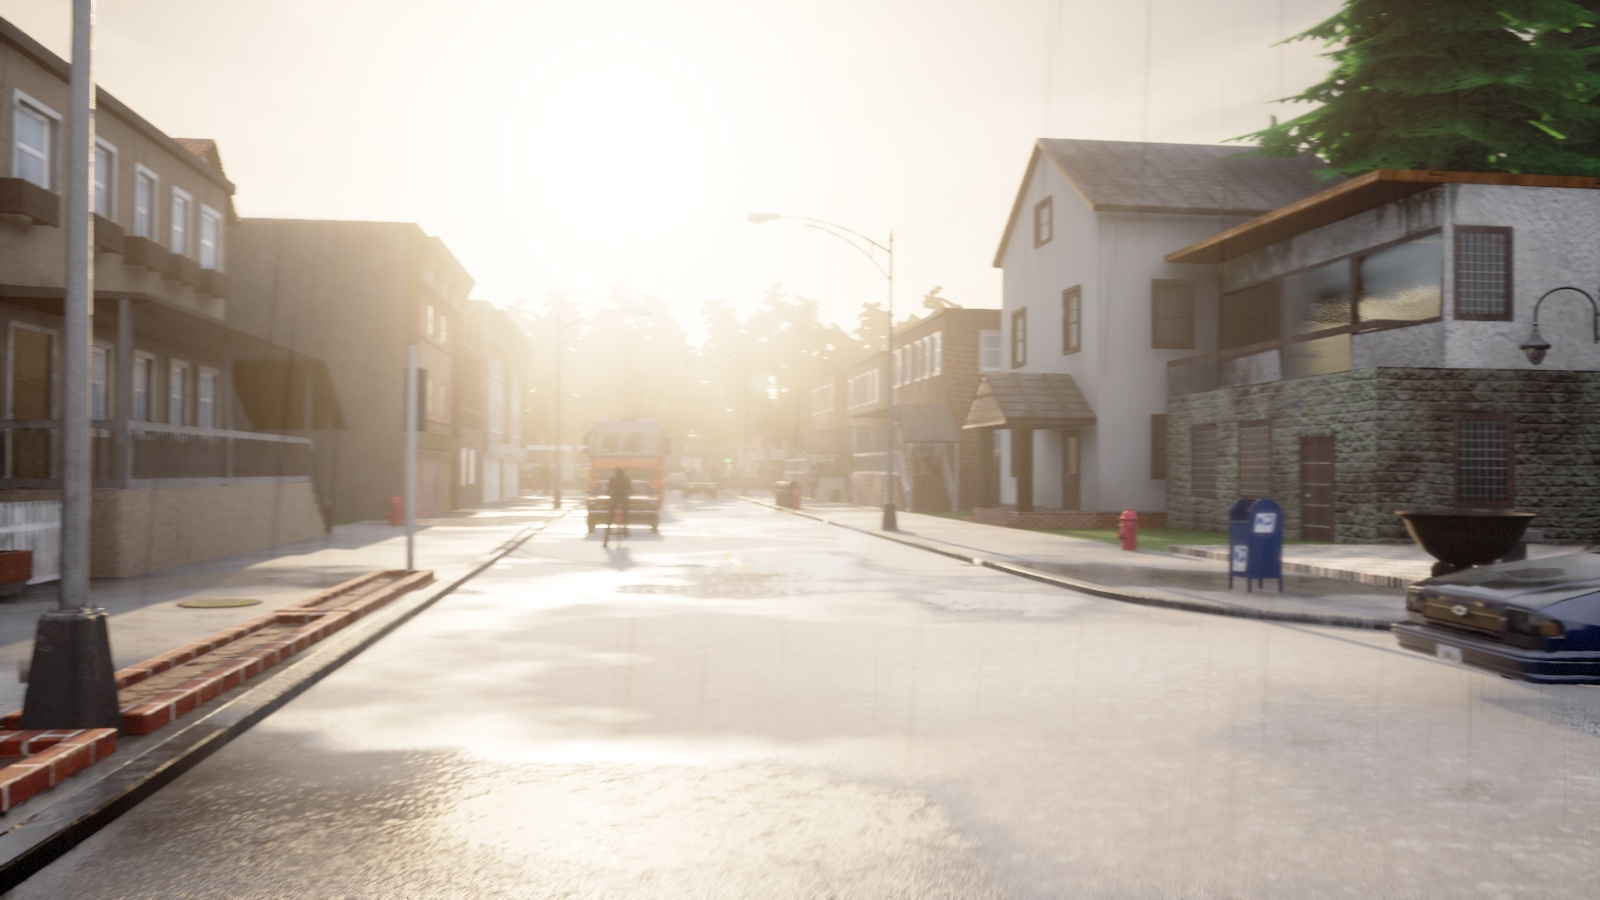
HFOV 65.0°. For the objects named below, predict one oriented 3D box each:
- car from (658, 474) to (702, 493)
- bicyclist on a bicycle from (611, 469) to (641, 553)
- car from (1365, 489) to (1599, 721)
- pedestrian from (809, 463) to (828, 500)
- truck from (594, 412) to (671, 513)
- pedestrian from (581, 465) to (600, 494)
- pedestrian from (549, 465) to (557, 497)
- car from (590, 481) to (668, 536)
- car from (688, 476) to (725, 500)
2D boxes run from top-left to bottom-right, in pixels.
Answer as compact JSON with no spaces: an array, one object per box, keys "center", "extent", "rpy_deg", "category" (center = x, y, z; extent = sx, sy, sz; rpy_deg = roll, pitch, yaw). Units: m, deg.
[{"center":[-8.823,2.449,92.111],"extent":[1.994,1.385,4.181],"rpy_deg":[0,-1,-23],"category":"car"},{"center":[-3.490,1.200,25.244],"extent":[0.582,1.620,1.656],"rpy_deg":[0,-1,-8],"category":"bicyclist on a bicycle"},{"center":[7.172,0.997,8.981],"extent":[5.357,1.411,2.033],"rpy_deg":[0,-1,-2],"category":"car"},{"center":[0.947,1.611,64.703],"extent":[0.874,1.855,0.900],"rpy_deg":[0,-1,-7],"category":"pedestrian"},{"center":[-6.857,0.536,51.724],"extent":[2.891,3.827,8.468],"rpy_deg":[0,-1,-7],"category":"truck"},{"center":[-13.697,1.936,82.010],"extent":[0.874,1.855,0.900],"rpy_deg":[-1,-1,27],"category":"pedestrian"},{"center":[-14.198,1.772,72.180],"extent":[0.353,1.847,0.614],"rpy_deg":[0,-1,-2],"category":"pedestrian"},{"center":[-4.455,1.479,32.912],"extent":[1.895,1.301,4.718],"rpy_deg":[0,-1,-7],"category":"car"},{"center":[-5.394,2.136,71.846],"extent":[1.895,1.301,4.718],"rpy_deg":[0,-1,-7],"category":"car"}]
